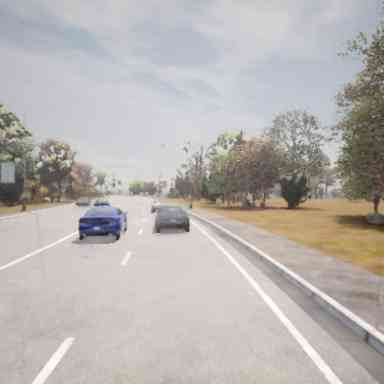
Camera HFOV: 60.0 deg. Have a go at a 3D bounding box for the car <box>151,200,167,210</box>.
[{"bbox_3d":[-3.657,1.553,38.038,1.895,1.301,4.718,0,0,-9],"label":"car"}]

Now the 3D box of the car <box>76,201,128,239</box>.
[{"bbox_3d":[-4.449,1.462,17.186,1.882,1.535,5.008,0,0,-5],"label":"car"}]

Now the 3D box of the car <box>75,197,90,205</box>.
[{"bbox_3d":[-16.567,1.498,51.067,2.033,1.411,5.357,0,0,-9],"label":"car"}]

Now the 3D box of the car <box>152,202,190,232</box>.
[{"bbox_3d":[-1.241,1.538,20.094,1.994,1.385,4.181,0,0,-6],"label":"car"}]

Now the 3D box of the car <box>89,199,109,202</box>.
[{"bbox_3d":[-11.832,1.556,43.697,1.895,1.301,4.718,0,0,-9],"label":"car"}]
